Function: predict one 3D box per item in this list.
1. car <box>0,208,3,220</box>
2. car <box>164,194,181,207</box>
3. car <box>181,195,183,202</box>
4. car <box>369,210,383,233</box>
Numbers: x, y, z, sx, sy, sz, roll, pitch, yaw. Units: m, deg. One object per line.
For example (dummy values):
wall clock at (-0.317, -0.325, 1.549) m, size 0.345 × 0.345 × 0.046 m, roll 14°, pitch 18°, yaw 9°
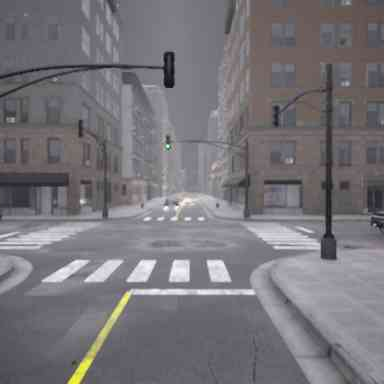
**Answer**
car at (-14.746, 1.413, 21.756) m, size 4.313 × 1.339 × 1.947 m, roll 0°, pitch 1°, yaw 0°
car at (-2.839, 1.255, 46.885) m, size 1.812 × 1.442 × 4.674 m, roll 0°, pitch 0°, yaw 0°
car at (-2.787, 1.117, 62.762) m, size 1.882 × 1.535 × 5.008 m, roll 0°, pitch 0°, yaw 1°
car at (11.387, 1.411, 16.332) m, size 4.902 × 1.511 × 2.128 m, roll 0°, pitch 1°, yaw 0°
